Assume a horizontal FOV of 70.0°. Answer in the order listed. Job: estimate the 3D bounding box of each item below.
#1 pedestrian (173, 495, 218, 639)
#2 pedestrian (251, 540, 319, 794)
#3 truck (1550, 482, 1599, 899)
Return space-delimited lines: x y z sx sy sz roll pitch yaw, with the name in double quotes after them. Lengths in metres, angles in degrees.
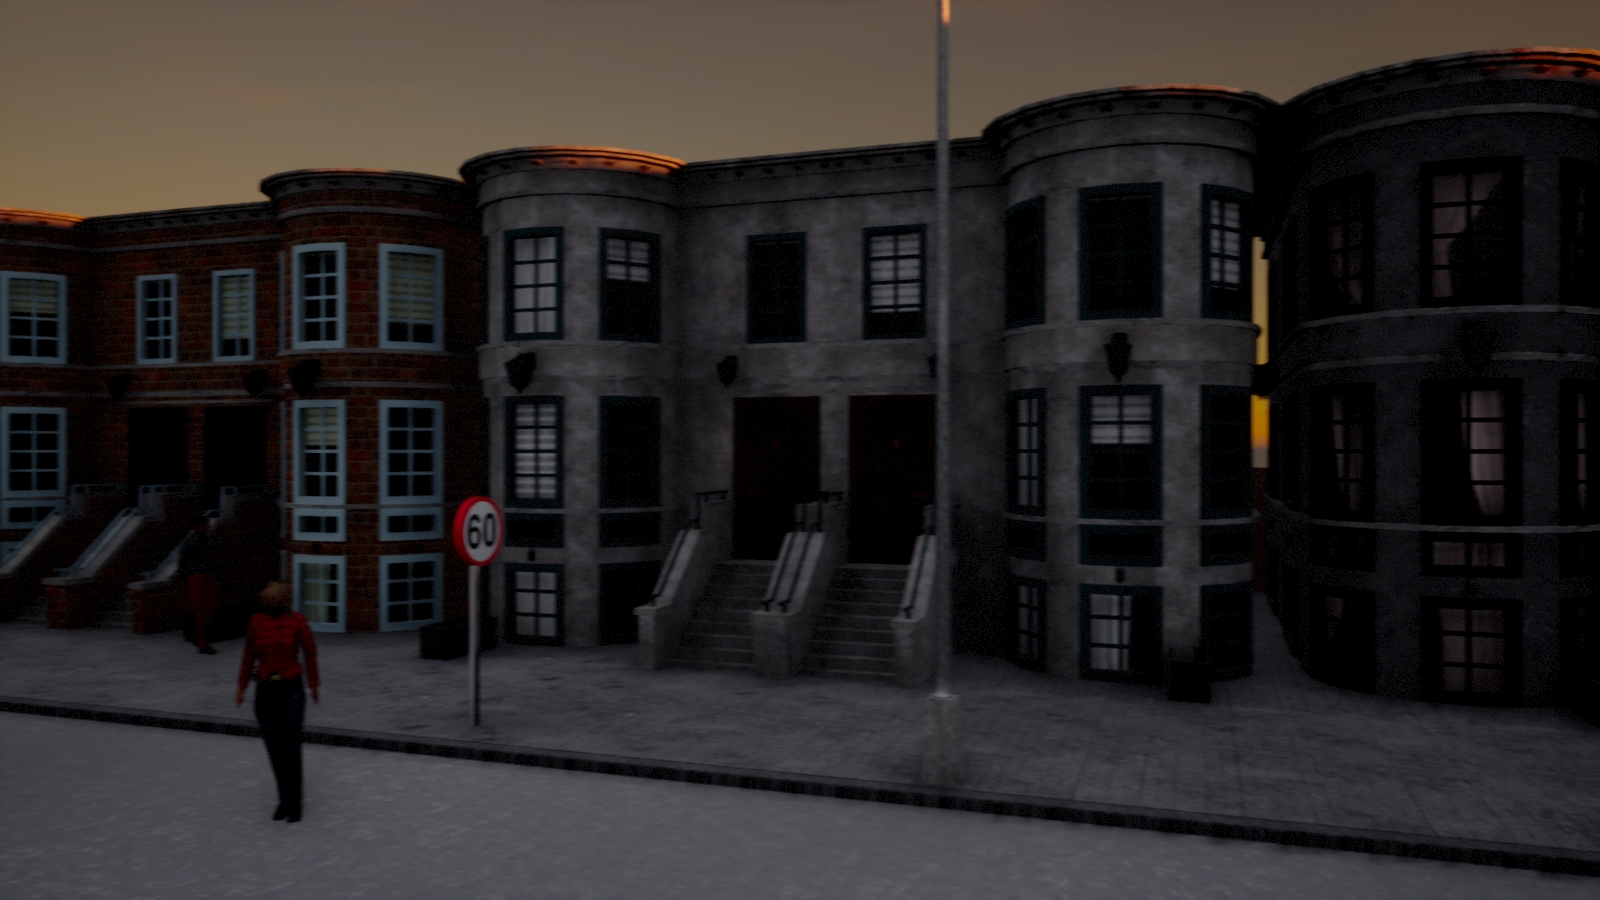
-8.003 1.529 15.126 0.375 1.860 0.375 0 0 17 "pedestrian"
-3.923 1.631 8.719 0.375 1.860 0.375 0 0 -6 "pedestrian"
5.766 1.339 3.536 5.204 2.467 2.627 0 0 -4 "truck"
